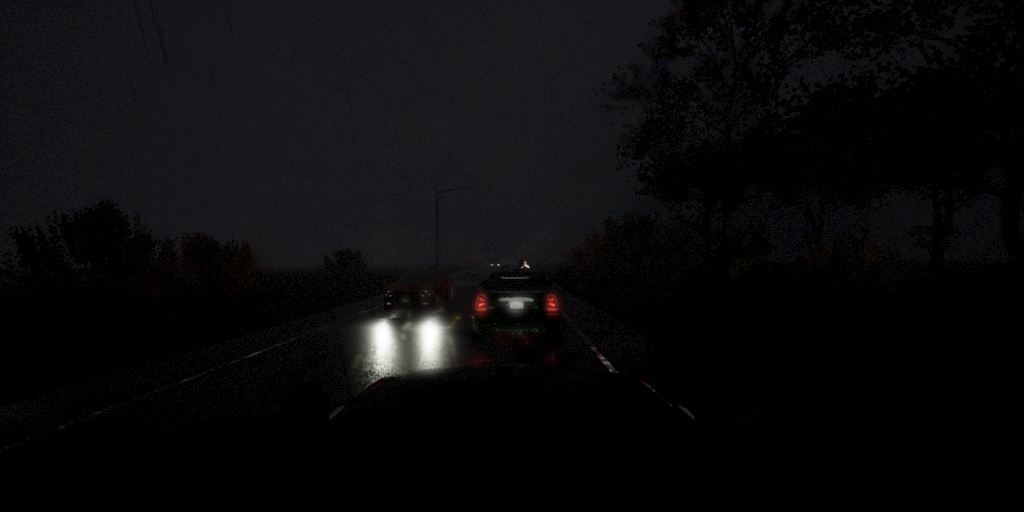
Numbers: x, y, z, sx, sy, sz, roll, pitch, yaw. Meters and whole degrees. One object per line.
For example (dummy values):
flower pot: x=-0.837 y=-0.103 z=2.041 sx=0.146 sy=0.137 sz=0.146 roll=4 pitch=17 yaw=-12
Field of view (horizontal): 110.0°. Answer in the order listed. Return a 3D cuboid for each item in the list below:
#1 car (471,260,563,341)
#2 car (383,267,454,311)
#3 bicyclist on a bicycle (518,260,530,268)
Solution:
car: x=0.108 y=1.099 z=9.968 sx=2.097 sy=1.767 sz=4.553 roll=0 pitch=0 yaw=0
car: x=-3.590 y=1.223 z=14.545 sx=1.882 sy=1.535 sz=5.008 roll=0 pitch=0 yaw=0
bicyclist on a bicycle: x=0.960 y=1.177 z=25.791 sx=0.866 sy=1.612 sz=1.509 roll=0 pitch=0 yaw=1
